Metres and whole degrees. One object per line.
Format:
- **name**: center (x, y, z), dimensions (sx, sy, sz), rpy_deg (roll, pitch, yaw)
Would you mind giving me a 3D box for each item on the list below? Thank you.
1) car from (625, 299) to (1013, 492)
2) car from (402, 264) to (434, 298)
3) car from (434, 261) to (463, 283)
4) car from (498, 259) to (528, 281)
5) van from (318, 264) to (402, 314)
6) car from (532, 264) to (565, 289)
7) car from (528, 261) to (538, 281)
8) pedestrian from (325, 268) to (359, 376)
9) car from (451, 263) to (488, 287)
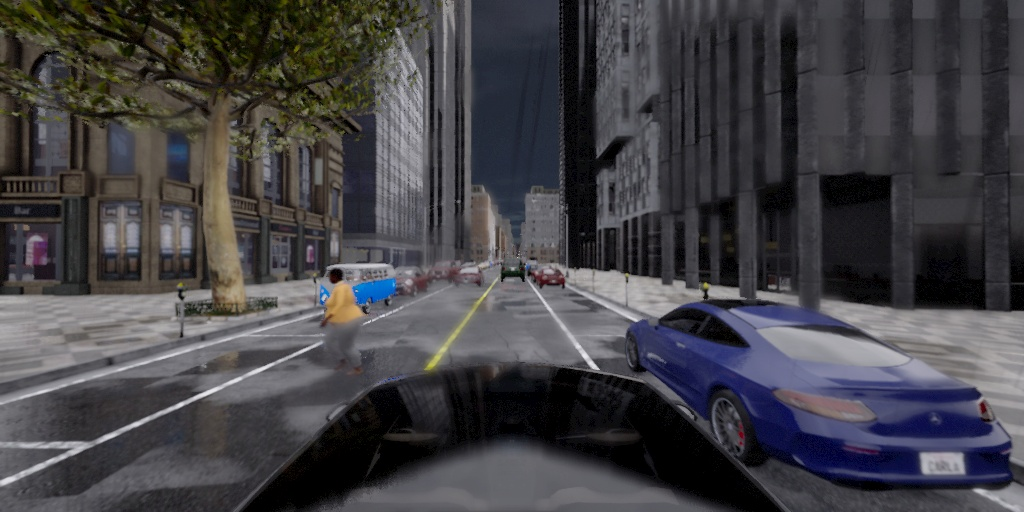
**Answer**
- **car**: center (3.001, 1.302, 4.801), dimensions (1.812, 1.442, 4.674), rpy_deg (0, 0, 0)
- **car**: center (-5.856, 1.349, 19.599), dimensions (1.967, 1.591, 4.097), rpy_deg (0, 0, 0)
- **car**: center (-5.854, 1.328, 30.878), dimensions (2.192, 1.841, 5.009), rpy_deg (0, 0, 0)
- **car**: center (0.092, 1.261, 33.376), dimensions (2.150, 2.045, 5.566), rpy_deg (0, 0, 0)
- **van**: center (-5.856, 1.198, 13.959), dimensions (1.690, 1.789, 3.998), rpy_deg (0, 0, 0)
- **car**: center (2.670, 1.507, 25.224), dimensions (1.888, 1.381, 4.507), rpy_deg (0, 0, 0)
- **car**: center (2.671, 1.453, 30.862), dimensions (1.967, 1.591, 4.097), rpy_deg (0, 0, 0)
- **pedestrian**: center (-2.866, 1.078, 6.070), dimensions (0.375, 1.860, 0.375), rpy_deg (0, -1, -15)
- **car**: center (-3.098, 1.501, 26.749), dimensions (1.812, 1.442, 4.674), rpy_deg (0, -1, 0)
